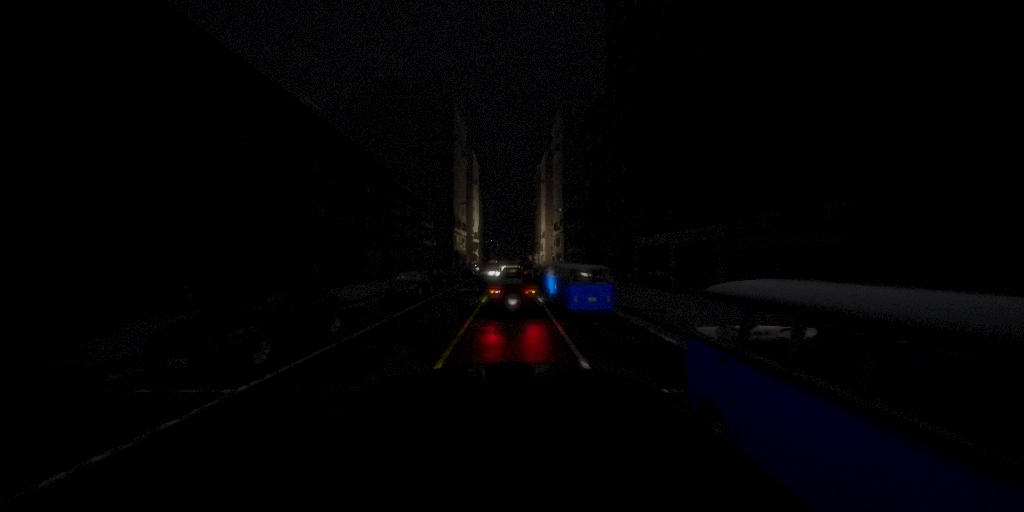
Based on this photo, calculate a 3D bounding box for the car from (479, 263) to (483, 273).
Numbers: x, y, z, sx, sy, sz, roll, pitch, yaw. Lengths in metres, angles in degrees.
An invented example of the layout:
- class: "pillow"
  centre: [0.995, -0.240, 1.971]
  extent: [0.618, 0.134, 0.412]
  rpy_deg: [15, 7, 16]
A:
- class: "car"
  centre: [-5.390, 1.727, 47.717]
  extent: [2.007, 1.370, 4.403]
  rpy_deg: [0, 0, 0]

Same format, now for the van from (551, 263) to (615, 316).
- class: "van"
  centre: [2.637, 1.203, 13.625]
  extent: [1.690, 1.789, 3.998]
  rpy_deg: [0, 0, 0]

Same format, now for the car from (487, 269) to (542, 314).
- class: "car"
  centre: [0.044, 1.395, 14.322]
  extent: [1.812, 1.442, 4.674]
  rpy_deg: [0, -1, 0]

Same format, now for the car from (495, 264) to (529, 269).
- class: "car"
  centre: [0.024, 1.534, 27.034]
  extent: [2.033, 1.411, 5.357]
  rpy_deg: [0, -1, 0]

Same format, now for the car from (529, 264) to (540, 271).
- class: "car"
  centre: [2.636, 1.602, 30.671]
  extent: [1.802, 1.307, 4.207]
  rpy_deg: [0, 0, 0]

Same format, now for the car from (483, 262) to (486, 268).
- class: "car"
  centre: [-5.390, 1.773, 53.399]
  extent: [1.888, 1.381, 4.507]
  rpy_deg: [0, 0, 0]

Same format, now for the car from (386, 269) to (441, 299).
- class: "car"
  centre: [-5.388, 1.465, 19.306]
  extent: [2.007, 1.370, 4.403]
  rpy_deg: [0, 0, 0]

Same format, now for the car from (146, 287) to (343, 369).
- class: "car"
  centre: [-5.387, 1.374, 7.943]
  extent: [1.948, 1.339, 4.313]
  rpy_deg: [0, 0, 0]

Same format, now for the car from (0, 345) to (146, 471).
- class: "car"
  centre: [-5.387, 1.337, 2.260]
  extent: [1.802, 1.307, 4.207]
  rpy_deg: [0, 0, 0]

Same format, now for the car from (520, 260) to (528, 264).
- class: "car"
  centre: [2.747, 1.820, 60.446]
  extent: [1.812, 1.442, 4.674]
  rpy_deg: [0, -1, 0]

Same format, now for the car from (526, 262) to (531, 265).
- class: "car"
  centre: [2.636, 1.597, 36.523]
  extent: [1.751, 1.417, 4.829]
  rpy_deg: [0, 0, 0]

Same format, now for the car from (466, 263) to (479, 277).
- class: "car"
  centre: [-5.389, 1.669, 42.035]
  extent: [1.888, 1.381, 4.507]
  rpy_deg: [0, 0, 0]

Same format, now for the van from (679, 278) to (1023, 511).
- class: "van"
  centre: [2.638, 1.096, 2.261]
  extent: [1.690, 1.789, 3.998]
  rpy_deg: [0, 0, 0]

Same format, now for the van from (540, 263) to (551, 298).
- class: "van"
  centre: [2.637, 1.255, 19.308]
  extent: [1.690, 1.789, 3.998]
  rpy_deg: [0, 0, 0]

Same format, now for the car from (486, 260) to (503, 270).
- class: "car"
  centre: [-2.808, 1.775, 59.369]
  extent: [2.128, 1.511, 4.902]
  rpy_deg: [0, -1, 0]

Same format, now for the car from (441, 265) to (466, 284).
- class: "car"
  centre: [-5.389, 1.585, 30.670]
  extent: [1.948, 1.339, 4.313]
  rpy_deg: [0, 0, 0]
